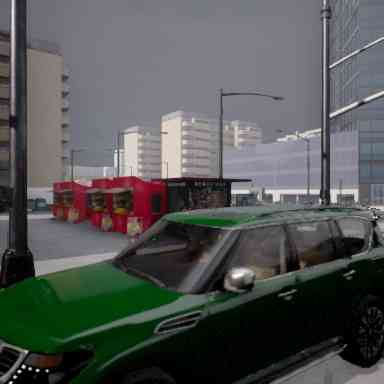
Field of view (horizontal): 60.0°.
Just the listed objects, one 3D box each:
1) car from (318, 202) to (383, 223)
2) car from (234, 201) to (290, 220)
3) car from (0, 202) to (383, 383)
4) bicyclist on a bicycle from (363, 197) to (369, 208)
[{"bbox_3d":[13.001,1.597,27.122,1.837,1.490,4.892,0,-1,-36],"label":"car"},{"bbox_3d":[6.303,1.637,30.391,1.882,1.535,5.008,0,-1,-36],"label":"car"},{"bbox_3d":[0.461,1.221,4.263,5.566,2.045,2.150,0,0,-35],"label":"car"},{"bbox_3d":[22.232,1.466,42.453,1.656,1.620,0.582,0,0,-36],"label":"bicyclist on a bicycle"}]
